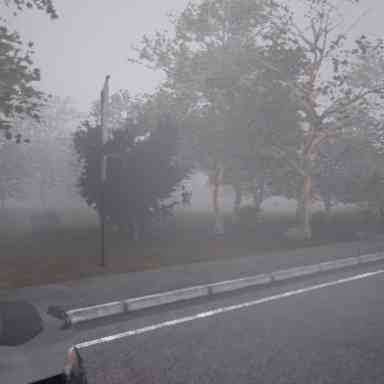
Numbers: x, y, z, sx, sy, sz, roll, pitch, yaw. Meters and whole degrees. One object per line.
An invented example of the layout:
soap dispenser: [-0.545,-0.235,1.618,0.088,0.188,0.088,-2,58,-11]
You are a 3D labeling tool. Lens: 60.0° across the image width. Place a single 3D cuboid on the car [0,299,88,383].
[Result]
car: [-3.067,1.478,1.715,4.902,1.511,2.128,0,0,-36]
